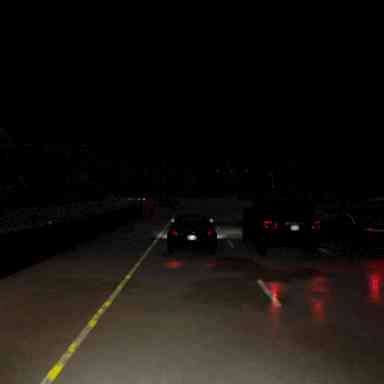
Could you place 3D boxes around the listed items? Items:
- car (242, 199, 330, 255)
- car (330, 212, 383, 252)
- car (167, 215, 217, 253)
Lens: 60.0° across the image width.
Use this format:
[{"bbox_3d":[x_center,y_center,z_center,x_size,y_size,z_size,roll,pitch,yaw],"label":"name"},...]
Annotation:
[{"bbox_3d":[3.506,1.310,14.009,2.150,2.045,5.566,0,0,0],"label":"car"},{"bbox_3d":[7.009,1.586,14.278,2.128,1.511,4.902,0,0,0],"label":"car"},{"bbox_3d":[0.009,1.657,14.270,1.994,1.385,4.181,0,0,0],"label":"car"}]
